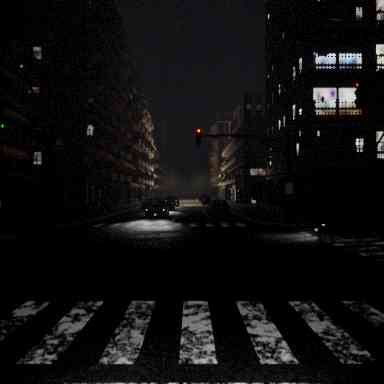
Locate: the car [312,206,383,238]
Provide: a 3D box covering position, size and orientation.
[{"bbox_3d":[8.772,1.402,16.196,5.357,1.411,2.033,-2,0,4],"label":"car"}]

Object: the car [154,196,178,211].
[{"bbox_3d":[-3.115,1.570,40.353,1.994,1.385,4.181,0,0,1],"label":"car"}]

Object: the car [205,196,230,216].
[{"bbox_3d":[2.671,1.444,33.053,1.967,1.590,4.097,0,0,0],"label":"car"}]

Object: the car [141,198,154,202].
[{"bbox_3d":[-5.717,1.557,44.116,2.008,1.369,4.403,0,0,0],"label":"car"}]

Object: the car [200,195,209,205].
[{"bbox_3d":[2.657,1.592,55.190,1.802,1.307,4.206,0,0,0],"label":"car"}]

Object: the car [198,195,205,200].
[{"bbox_3d":[2.631,1.580,93.929,1.887,1.381,4.507,0,0,0],"label":"car"}]

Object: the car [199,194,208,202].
[{"bbox_3d":[2.653,1.595,60.724,1.802,1.307,4.206,0,0,0],"label":"car"}]

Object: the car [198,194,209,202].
[{"bbox_3d":[2.643,1.338,77.326,2.192,1.841,5.009,0,0,0],"label":"car"}]

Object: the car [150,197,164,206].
[{"bbox_3d":[-5.724,1.576,55.186,1.947,1.339,4.313,0,0,0],"label":"car"}]

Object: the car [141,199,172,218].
[{"bbox_3d":[-3.118,1.604,30.419,1.895,1.301,4.718,0,0,0],"label":"car"}]

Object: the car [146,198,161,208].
[{"bbox_3d":[-5.720,1.590,49.651,1.802,1.307,4.206,0,0,0],"label":"car"}]

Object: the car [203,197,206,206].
[{"bbox_3d":[2.667,1.556,38.587,2.008,1.369,4.403,0,0,0],"label":"car"}]

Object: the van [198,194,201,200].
[{"bbox_3d":[2.650,1.357,66.259,1.690,1.788,3.998,0,0,0],"label":"van"}]

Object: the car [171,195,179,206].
[{"bbox_3d":[-3.117,1.362,51.918,2.097,1.767,4.553,0,0,1],"label":"car"}]

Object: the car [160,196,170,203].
[{"bbox_3d":[-5.735,1.564,71.787,1.887,1.381,4.507,0,0,0],"label":"car"}]
